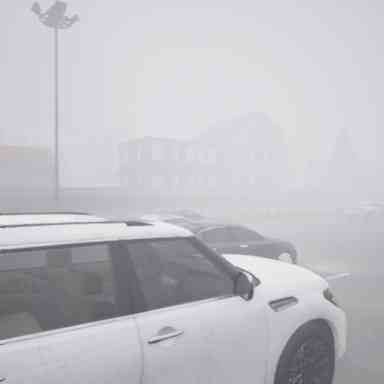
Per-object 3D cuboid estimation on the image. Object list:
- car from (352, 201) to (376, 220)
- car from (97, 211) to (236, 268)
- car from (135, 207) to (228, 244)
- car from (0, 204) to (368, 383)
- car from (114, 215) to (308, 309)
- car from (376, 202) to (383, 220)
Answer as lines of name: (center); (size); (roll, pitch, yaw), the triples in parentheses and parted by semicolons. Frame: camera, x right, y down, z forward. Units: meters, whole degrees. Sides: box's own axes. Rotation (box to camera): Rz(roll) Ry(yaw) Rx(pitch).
car: (14.023, 1.429, 26.653); (4.674, 1.442, 1.812); (0, 0, -36)
car: (-0.774, 1.504, 11.811); (4.674, 1.442, 1.812); (0, 0, -36)
car: (-0.465, 1.531, 16.314); (4.181, 1.385, 1.994); (0, 0, -36)
car: (-0.870, 1.218, 3.124); (5.566, 2.045, 2.150); (0, 0, -36)
car: (0.686, 1.485, 8.537); (4.892, 1.490, 1.837); (0, 0, -36)
car: (15.151, 1.412, 23.158); (4.892, 1.490, 1.837); (0, 0, -36)
